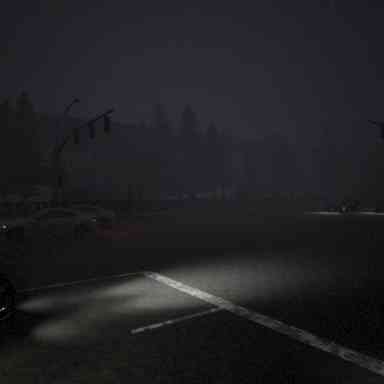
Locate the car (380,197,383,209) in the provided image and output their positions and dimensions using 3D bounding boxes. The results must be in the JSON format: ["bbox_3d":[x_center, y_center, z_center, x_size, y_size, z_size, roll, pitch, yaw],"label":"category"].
[{"bbox_3d":[27.785,1.478,45.317,5.008,1.535,1.882,0,0,-36],"label":"car"}]

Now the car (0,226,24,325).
[{"bbox_3d":[-5.114,1.492,4.421,4.902,1.511,2.128,0,0,-35],"label":"car"}]

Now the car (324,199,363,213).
[{"bbox_3d":[17.381,1.547,37.887,5.357,1.411,2.033,0,0,-36],"label":"car"}]

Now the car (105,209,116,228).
[{"bbox_3d":[-7.019,1.525,20.480,4.674,1.442,1.812,0,0,-35],"label":"car"}]

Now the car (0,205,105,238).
[{"bbox_3d":[-6.960,1.525,16.223,4.674,1.442,1.812,0,0,-35],"label":"car"}]

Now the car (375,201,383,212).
[{"bbox_3d":[22.311,1.526,37.106,4.674,1.442,1.812,0,0,-36],"label":"car"}]
